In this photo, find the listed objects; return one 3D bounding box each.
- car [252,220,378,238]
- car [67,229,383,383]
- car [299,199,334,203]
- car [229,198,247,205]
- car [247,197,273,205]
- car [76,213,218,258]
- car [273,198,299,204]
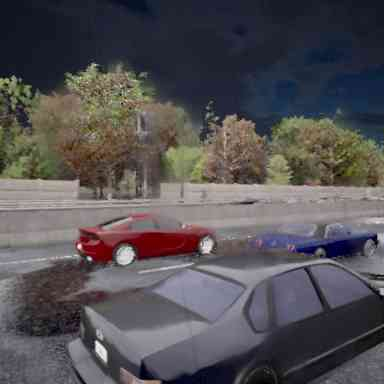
[{"bbox_3d":[4.265,1.593,11.083,4.718,1.301,1.895,0,0,-36],"label":"car"},{"bbox_3d":[1.191,1.544,4.597,5.357,1.411,2.033,0,0,-36],"label":"car"},{"bbox_3d":[13.865,1.512,35.356,4.674,1.442,1.812,0,0,-35],"label":"car"},{"bbox_3d":[6.985,1.464,43.339,5.008,1.535,1.882,0,0,-35],"label":"car"},{"bbox_3d":[9.571,1.478,40.886,4.902,1.511,2.128,0,0,-35],"label":"car"},{"bbox_3d":[-1.339,1.473,11.386,5.008,1.535,1.882,0,0,-36],"label":"car"},{"bbox_3d":[11.847,1.512,38.213,4.674,1.442,1.812,0,0,-35],"label":"car"}]
